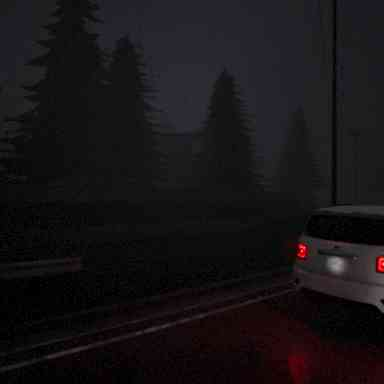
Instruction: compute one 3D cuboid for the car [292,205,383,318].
[{"bbox_3d":[4.441,1.313,7.278,5.566,2.045,2.150,1,-1,-40],"label":"car"}]
